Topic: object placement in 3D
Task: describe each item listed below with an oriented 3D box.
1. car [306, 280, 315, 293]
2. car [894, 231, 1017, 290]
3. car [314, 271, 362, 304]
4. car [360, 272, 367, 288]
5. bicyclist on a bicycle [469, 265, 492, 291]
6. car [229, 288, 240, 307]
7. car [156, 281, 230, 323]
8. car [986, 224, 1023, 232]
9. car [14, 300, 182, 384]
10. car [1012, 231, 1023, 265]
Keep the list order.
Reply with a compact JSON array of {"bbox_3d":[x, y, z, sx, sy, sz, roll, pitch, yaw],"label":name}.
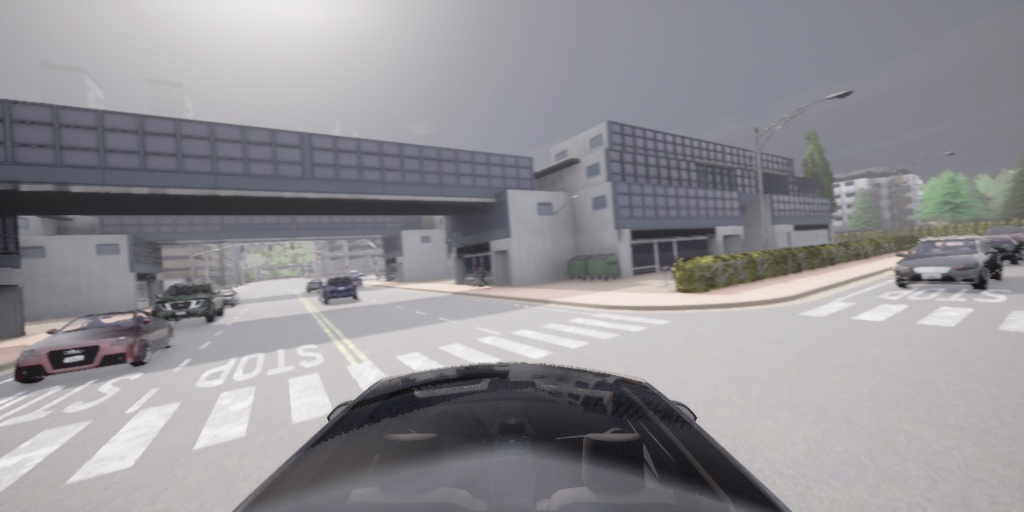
[{"bbox_3d":[-22.597,3.401,41.417,1.994,1.385,4.181,-4,-1,-33],"label":"car"},{"bbox_3d":[14.625,0.195,12.009,4.902,1.511,2.128,-4,-1,-31],"label":"car"},{"bbox_3d":[-12.434,2.265,25.466,2.097,1.767,4.553,-4,-1,-33],"label":"car"},{"bbox_3d":[-18.597,3.006,41.541,1.882,1.535,5.008,-4,-1,-32],"label":"car"},{"bbox_3d":[-2.015,1.387,22.908,1.656,1.620,0.582,-3,-1,-33],"label":"bicyclist on a bicycle"},{"bbox_3d":[-22.447,3.257,27.836,2.033,1.411,5.357,-4,-1,-33],"label":"car"},{"bbox_3d":[-16.671,2.406,18.730,2.150,2.045,5.566,-4,-1,-33],"label":"car"},{"bbox_3d":[31.364,-1.151,22.735,4.553,1.767,2.097,-4,-1,-33],"label":"car"},{"bbox_3d":[-10.899,2.225,9.719,1.994,1.385,4.181,-4,-1,-33],"label":"car"},{"bbox_3d":[22.975,-0.297,17.325,4.718,1.301,1.895,-4,-1,-33],"label":"car"}]
